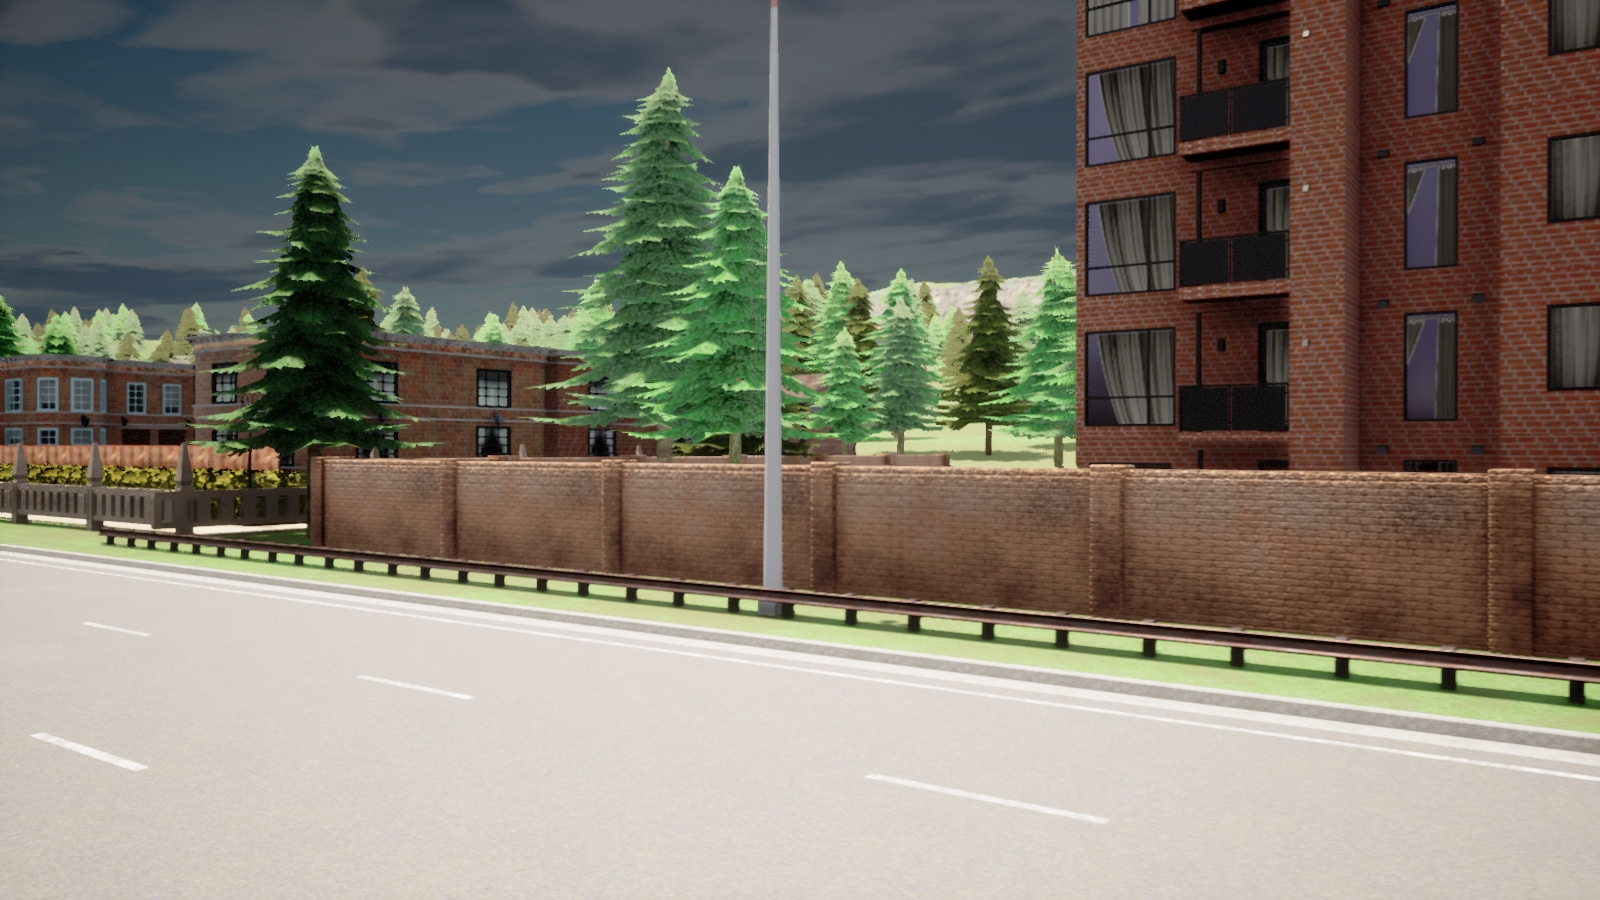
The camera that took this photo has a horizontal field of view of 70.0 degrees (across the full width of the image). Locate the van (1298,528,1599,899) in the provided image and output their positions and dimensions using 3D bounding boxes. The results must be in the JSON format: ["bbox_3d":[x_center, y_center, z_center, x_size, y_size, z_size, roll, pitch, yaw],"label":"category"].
[{"bbox_3d":[3.847,1.538,1.087,5.915,2.561,1.988,0,0,35],"label":"van"}]
